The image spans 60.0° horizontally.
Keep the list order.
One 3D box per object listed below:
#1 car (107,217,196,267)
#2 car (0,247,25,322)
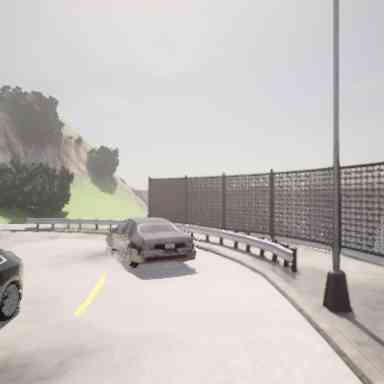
[{"bbox_3d":[-1.659,1.589,11.720,2.033,1.411,5.357,0,0,-24],"label":"car"},{"bbox_3d":[-4.001,1.520,4.440,1.837,1.490,4.892,2,0,-3],"label":"car"}]
